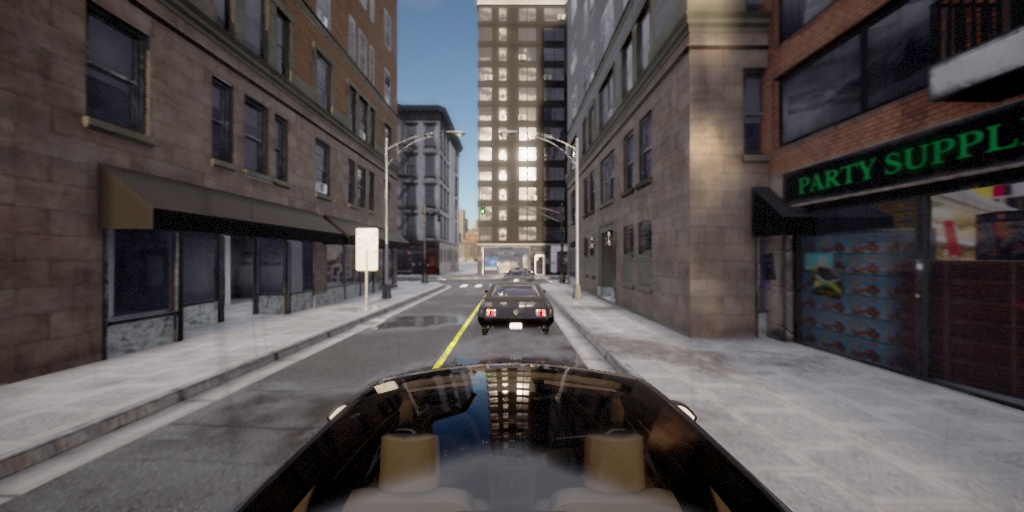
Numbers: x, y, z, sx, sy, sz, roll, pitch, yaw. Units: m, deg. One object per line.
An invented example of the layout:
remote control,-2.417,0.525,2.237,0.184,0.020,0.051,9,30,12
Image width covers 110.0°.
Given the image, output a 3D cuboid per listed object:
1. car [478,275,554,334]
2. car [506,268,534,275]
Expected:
car,0.097,1.418,10.878,1.895,1.301,4.718,0,0,0
car,0.498,1.479,24.313,1.994,1.385,4.181,0,0,5
